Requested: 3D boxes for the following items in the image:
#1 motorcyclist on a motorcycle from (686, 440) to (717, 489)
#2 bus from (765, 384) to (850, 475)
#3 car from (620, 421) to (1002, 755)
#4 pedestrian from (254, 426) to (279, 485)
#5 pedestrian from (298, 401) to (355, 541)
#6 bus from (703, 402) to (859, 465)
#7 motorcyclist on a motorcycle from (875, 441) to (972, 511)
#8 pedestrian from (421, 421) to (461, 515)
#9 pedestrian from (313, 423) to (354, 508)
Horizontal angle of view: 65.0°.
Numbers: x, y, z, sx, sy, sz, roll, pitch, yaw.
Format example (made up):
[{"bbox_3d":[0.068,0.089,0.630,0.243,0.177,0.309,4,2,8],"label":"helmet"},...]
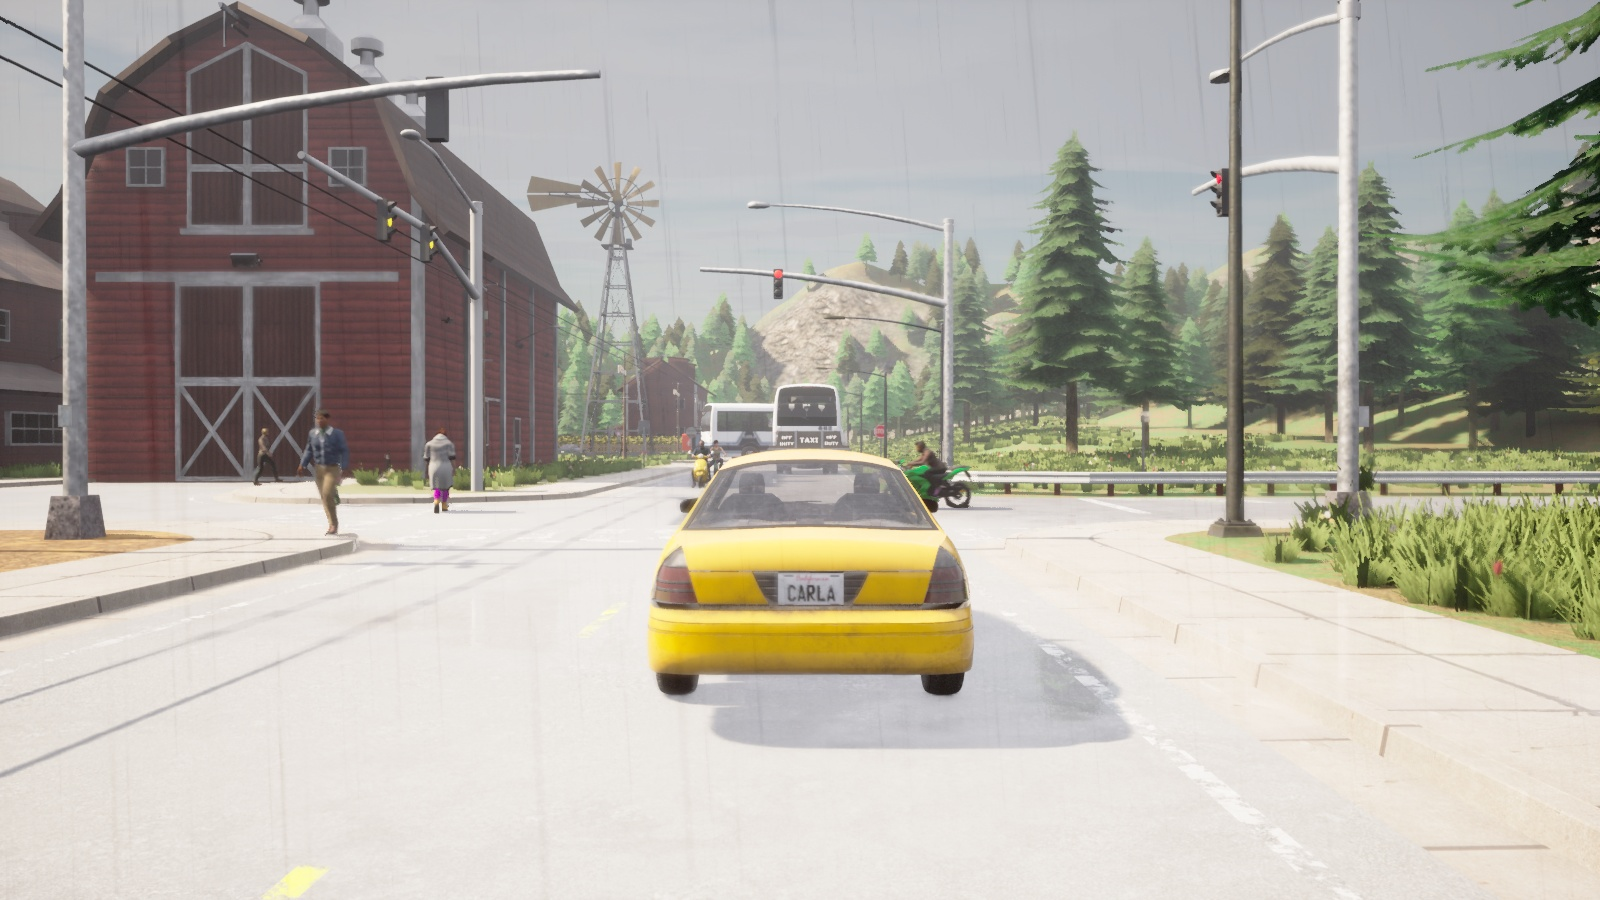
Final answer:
[{"bbox_3d":[-3.259,0.462,41.690,0.866,1.590,1.817,0,0,0],"label":"motorcyclist on a motorcycle"},{"bbox_3d":[0.361,-0.989,63.582,3.944,4.253,10.273,0,0,0],"label":"bus"},{"bbox_3d":[0.063,0.637,8.603,1.801,1.575,5.366,0,0,0],"label":"car"},{"bbox_3d":[-16.602,0.165,39.115,0.634,1.846,0.331,0,0,0],"label":"pedestrian"},{"bbox_3d":[-6.739,0.286,17.893,0.423,1.949,0.788,0,0,7],"label":"pedestrian"},{"bbox_3d":[-1.365,-1.129,88.778,10.273,4.253,3.944,0,0,-18],"label":"bus"},{"bbox_3d":[2.695,0.561,27.606,2.044,1.523,0.797,0,0,-1],"label":"motorcyclist on a motorcycle"},{"bbox_3d":[-7.596,0.366,26.598,0.659,1.952,0.873,0,0,-4],"label":"pedestrian"},{"bbox_3d":[-10.777,0.349,29.037,0.659,1.952,0.873,0,0,-4],"label":"pedestrian"}]
